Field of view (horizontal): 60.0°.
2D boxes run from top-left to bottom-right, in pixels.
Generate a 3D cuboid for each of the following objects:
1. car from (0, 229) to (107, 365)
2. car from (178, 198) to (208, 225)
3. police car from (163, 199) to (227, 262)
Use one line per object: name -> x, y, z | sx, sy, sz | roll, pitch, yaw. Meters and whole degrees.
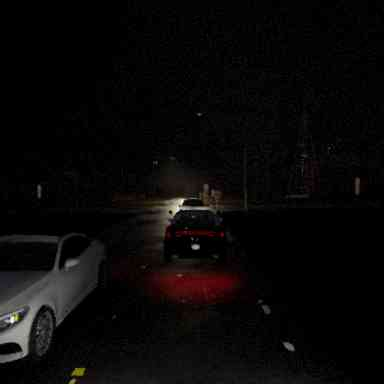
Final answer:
car -> -2.822, 1.448, 5.908 | 1.812, 1.442, 4.674 | 0, 1, 0
car -> 0.076, 1.237, 22.943 | 1.837, 1.490, 4.892 | 0, 1, 0
police car -> 0.094, 1.278, 11.715 | 1.930, 1.638, 5.238 | 0, 1, 0
